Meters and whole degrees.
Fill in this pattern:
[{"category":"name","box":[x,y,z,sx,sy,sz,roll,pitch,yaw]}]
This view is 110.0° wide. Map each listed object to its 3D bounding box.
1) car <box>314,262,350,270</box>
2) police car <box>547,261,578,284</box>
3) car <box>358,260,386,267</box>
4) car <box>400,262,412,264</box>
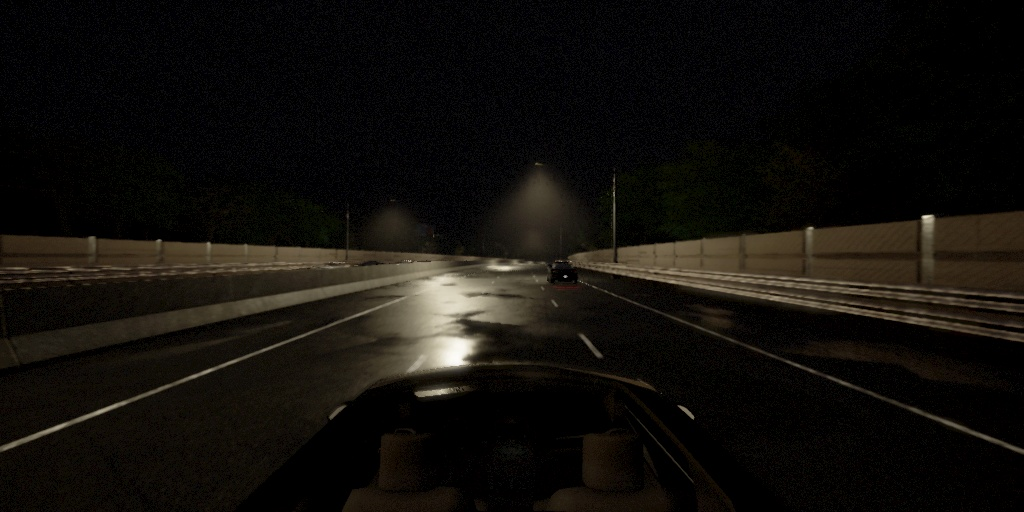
[{"category":"car","box":[-20.436,1.389,40.855,1.895,1.301,4.718,0,0,2]},{"category":"police car","box":[3.798,1.241,27.649,1.930,1.638,5.238,0,0,1]},{"category":"car","box":[-16.852,1.287,43.284,1.882,1.535,5.008,0,0,2]},{"category":"car","box":[-13.253,1.394,45.520,1.994,1.385,4.181,0,0,3]}]
